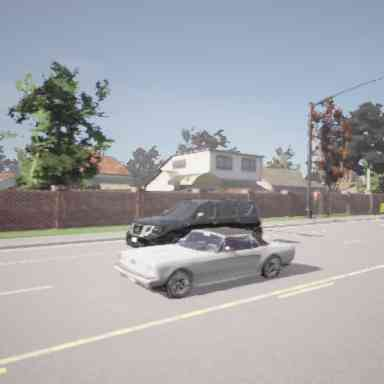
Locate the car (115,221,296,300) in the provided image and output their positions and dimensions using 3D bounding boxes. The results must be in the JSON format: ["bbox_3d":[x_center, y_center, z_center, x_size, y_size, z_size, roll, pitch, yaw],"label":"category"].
[{"bbox_3d":[0.493,1.643,8.640,4.718,1.301,1.895,1,0,-35],"label":"car"}]

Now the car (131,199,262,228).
[{"bbox_3d":[0.315,1.284,12.810,5.566,2.045,2.150,1,0,-35],"label":"car"}]
